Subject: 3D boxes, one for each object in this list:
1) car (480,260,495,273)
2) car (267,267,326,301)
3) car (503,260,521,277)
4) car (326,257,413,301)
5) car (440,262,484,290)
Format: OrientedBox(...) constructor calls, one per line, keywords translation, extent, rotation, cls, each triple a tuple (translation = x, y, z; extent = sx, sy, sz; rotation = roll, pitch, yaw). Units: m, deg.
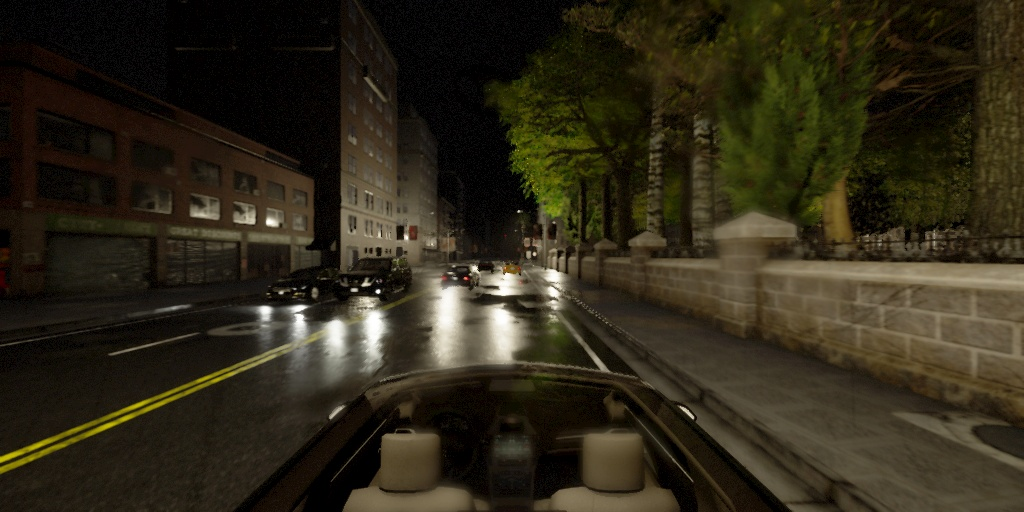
OrientedBox(translation=(-3.144, 1.227, 44.175), extent=(1.882, 1.535, 5.008), rotation=(0, 0, 0), cls="car")
OrientedBox(translation=(-9.748, 1.314, 17.569), extent=(1.837, 1.490, 4.892), rotation=(0, 0, 0), cls="car")
OrientedBox(translation=(0.005, 1.143, 35.924), extent=(1.801, 1.575, 5.366), rotation=(0, 0, 0), cls="car")
OrientedBox(translation=(-6.498, 1.050, 17.539), extent=(2.150, 2.045, 5.566), rotation=(0, 0, 0), cls="car")
OrientedBox(translation=(-3.147, 1.297, 22.366), extent=(2.033, 1.411, 5.357), rotation=(0, 0, 0), cls="car")
